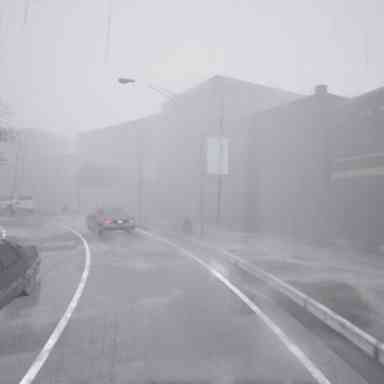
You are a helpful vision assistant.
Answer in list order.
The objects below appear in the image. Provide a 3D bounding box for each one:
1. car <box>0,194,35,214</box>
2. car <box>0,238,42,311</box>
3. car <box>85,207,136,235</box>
[{"bbox_3d":[-19.058,1.270,35.492,5.566,2.045,2.150,0,-1,35],"label":"car"},{"bbox_3d":[-4.209,1.573,5.803,2.033,1.411,5.357,0,0,-9],"label":"car"},{"bbox_3d":[-4.816,1.575,19.178,2.033,1.411,5.357,0,0,-27],"label":"car"}]
